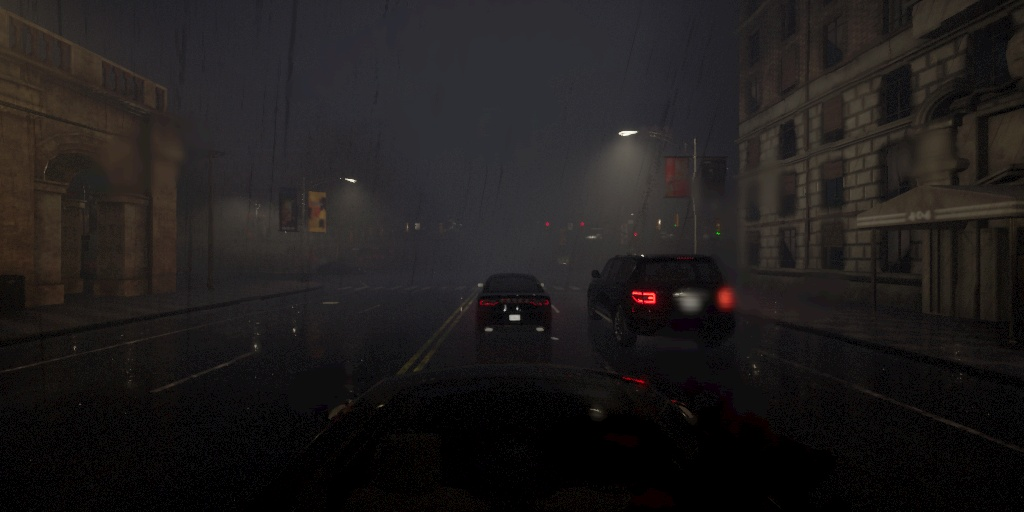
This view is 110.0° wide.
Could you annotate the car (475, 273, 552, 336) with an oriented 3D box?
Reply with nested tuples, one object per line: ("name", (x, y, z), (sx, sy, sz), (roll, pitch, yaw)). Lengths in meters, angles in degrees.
("car", (-0.011, 1.228, 10.494), (1.882, 1.535, 5.008), (0, 0, -2))

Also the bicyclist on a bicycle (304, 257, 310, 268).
("bicyclist on a bicycle", (-31.577, 1.050, 55.228), (0.582, 1.620, 1.656), (0, 0, 0))

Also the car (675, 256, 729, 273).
("car", (23.387, 0.971, 44.270), (5.566, 2.045, 2.150), (0, 0, 1))

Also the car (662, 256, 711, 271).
("car", (23.182, 0.971, 47.781), (5.566, 2.045, 2.150), (0, 0, 0))

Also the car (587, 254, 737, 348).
("car", (3.455, 0.971, 9.415), (2.150, 2.045, 5.566), (0, 0, 2))

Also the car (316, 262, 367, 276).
("car", (-17.012, 1.276, 35.837), (4.674, 1.442, 1.812), (0, 0, 0))

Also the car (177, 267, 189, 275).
("car", (-35.132, 1.351, 35.723), (4.718, 1.301, 1.895), (0, 0, 0))
